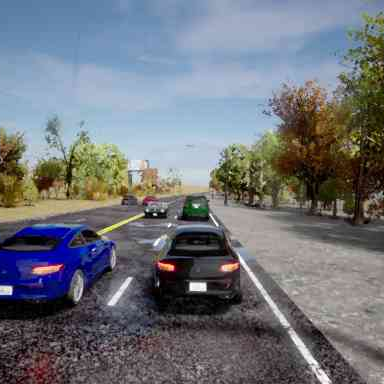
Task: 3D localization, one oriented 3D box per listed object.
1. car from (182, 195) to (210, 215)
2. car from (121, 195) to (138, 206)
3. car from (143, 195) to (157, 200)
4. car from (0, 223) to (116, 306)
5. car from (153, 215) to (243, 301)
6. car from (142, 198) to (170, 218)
[{"bbox_3d":[0.319,1.224,28.066,2.150,2.045,5.566,1,0,0],"label":"car"},{"bbox_3d":[-9.313,1.206,49.832,1.837,1.490,4.892,2,0,1],"label":"car"},{"bbox_3d":[-6.087,1.278,48.792,1.882,1.535,5.008,2,0,1],"label":"car"},{"bbox_3d":[-3.092,1.453,7.777,1.812,1.442,4.674,2,0,0],"label":"car"},{"bbox_3d":[0.156,1.531,8.240,1.812,1.442,4.674,0,0,1],"label":"car"},{"bbox_3d":[-2.927,1.521,28.858,1.895,1.301,4.718,2,0,1],"label":"car"}]
